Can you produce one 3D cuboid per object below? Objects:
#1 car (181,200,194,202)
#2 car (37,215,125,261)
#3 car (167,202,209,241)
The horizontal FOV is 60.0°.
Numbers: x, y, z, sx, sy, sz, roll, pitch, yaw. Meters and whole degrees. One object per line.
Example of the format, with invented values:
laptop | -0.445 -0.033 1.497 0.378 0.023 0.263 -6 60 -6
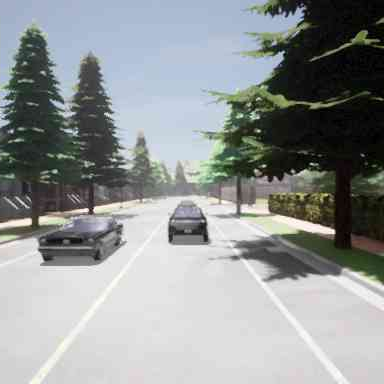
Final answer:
car | -0.414 1.461 29.991 1.812 1.442 4.674 0 0 -2
car | -3.828 1.574 12.257 1.895 1.301 4.718 0 0 -1
car | -0.200 1.453 16.395 2.128 1.511 4.902 0 0 -1
